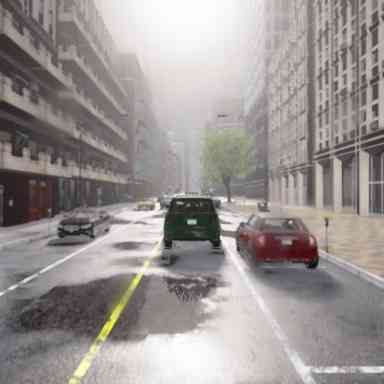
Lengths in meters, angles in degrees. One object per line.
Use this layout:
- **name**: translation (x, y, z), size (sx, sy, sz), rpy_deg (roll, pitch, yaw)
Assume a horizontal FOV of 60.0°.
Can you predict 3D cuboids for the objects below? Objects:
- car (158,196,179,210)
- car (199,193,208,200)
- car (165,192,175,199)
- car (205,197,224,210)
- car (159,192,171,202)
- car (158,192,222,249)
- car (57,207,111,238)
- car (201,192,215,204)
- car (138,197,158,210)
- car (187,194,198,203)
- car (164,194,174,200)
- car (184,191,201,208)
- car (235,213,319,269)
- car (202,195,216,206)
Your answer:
- **car**: translation (-2.751, 1.269, 39.566), size (2.128, 1.511, 4.902), rpy_deg (0, 0, 0)
- **car**: translation (2.705, 1.002, 78.786), size (1.967, 1.590, 4.097), rpy_deg (1, 0, 0)
- **car**: translation (-5.440, 0.848, 84.486), size (2.192, 1.841, 5.009), rpy_deg (1, 0, 0)
- **car**: translation (2.575, 1.323, 39.222), size (2.008, 1.369, 4.403), rpy_deg (1, 0, 0)
- **car**: translation (-5.440, 0.934, 67.546), size (2.192, 1.841, 5.009), rpy_deg (1, 0, 0)
- **car**: translation (0.021, 1.135, 14.323), size (2.150, 2.045, 5.566), rpy_deg (0, 0, 0)
- **car**: translation (-5.278, 1.451, 16.729), size (2.008, 1.369, 4.403), rpy_deg (1, 0, 0)
- **car**: translation (2.613, 0.994, 56.176), size (2.192, 1.841, 5.009), rpy_deg (1, 0, 0)
- **car**: translation (-5.272, 1.298, 39.145), size (1.752, 1.417, 4.829), rpy_deg (1, 0, 0)
- **car**: translation (0.101, 1.155, 61.729), size (1.837, 1.490, 4.892), rpy_deg (0, 0, 0)
- **car**: translation (-5.443, 1.127, 78.840), size (1.947, 1.339, 4.313), rpy_deg (1, 0, 0)
- **car**: translation (0.097, 0.966, 43.518), size (2.150, 2.045, 5.566), rpy_deg (0, 0, 0)
- **car**: translation (2.577, 1.374, 10.960), size (1.967, 1.590, 4.097), rpy_deg (1, 0, 0)
- **car**: translation (2.576, 1.255, 50.525), size (1.887, 1.381, 4.507), rpy_deg (1, 0, 0)
